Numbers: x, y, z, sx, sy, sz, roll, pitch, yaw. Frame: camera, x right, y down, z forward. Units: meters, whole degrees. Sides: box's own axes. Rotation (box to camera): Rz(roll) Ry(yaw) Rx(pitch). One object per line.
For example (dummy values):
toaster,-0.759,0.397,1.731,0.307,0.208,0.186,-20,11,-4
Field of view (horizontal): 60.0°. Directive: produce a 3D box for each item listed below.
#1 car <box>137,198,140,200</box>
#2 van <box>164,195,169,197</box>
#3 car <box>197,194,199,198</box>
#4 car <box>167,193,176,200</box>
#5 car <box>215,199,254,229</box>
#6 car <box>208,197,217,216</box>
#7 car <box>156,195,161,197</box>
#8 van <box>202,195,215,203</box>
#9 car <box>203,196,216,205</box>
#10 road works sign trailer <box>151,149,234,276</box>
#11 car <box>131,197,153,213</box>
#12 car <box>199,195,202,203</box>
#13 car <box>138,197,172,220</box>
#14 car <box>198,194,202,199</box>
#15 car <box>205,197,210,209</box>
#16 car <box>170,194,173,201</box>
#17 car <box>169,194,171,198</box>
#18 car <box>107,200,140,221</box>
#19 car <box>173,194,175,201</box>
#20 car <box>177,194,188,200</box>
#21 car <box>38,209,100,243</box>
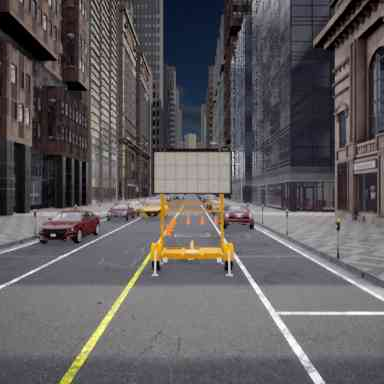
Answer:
car,-5.731,1.531,32.654,1.752,1.417,4.829,0,0,0
van,-5.706,1.353,60.833,1.690,1.788,3.998,0,0,0
car,2.838,1.562,83.244,1.887,1.381,4.507,0,0,0
car,-5.677,1.336,94.443,2.192,1.841,5.009,0,0,0
car,2.785,1.443,21.620,1.967,1.590,4.097,0,0,0
car,2.794,1.530,32.994,1.752,1.417,4.829,0,0,0
car,-5.717,1.554,49.630,1.887,1.381,4.507,0,0,0
van,2.809,1.350,49.631,1.690,1.788,3.998,0,0,0
car,2.804,1.552,44.028,1.887,1.381,4.507,0,0,0
road works sign trailer,0.009,0.465,10.303,2.380,3.560,2.880,0,0,0
car,-5.726,1.447,38.425,1.967,1.590,4.097,0,0,0
car,2.818,1.556,60.836,1.887,1.381,4.507,0,0,0
car,-3.075,1.482,28.346,1.882,1.535,5.008,0,0,0
car,2.823,1.453,66.437,1.967,1.590,4.097,0,0,0
car,2.799,1.551,38.427,1.887,1.381,4.507,0,0,0
car,-5.697,1.455,72.037,1.967,1.590,4.097,0,0,0
car,-5.702,1.595,66.434,1.802,1.307,4.206,0,0,0
car,-5.736,1.586,27.222,1.802,1.307,4.206,0,0,0
car,-5.693,1.582,77.638,1.947,1.339,4.313,0,0,0
car,-2.923,1.511,89.352,2.128,1.511,4.902,0,0,0
car,-5.746,1.547,16.018,1.887,1.381,4.507,0,0,0
